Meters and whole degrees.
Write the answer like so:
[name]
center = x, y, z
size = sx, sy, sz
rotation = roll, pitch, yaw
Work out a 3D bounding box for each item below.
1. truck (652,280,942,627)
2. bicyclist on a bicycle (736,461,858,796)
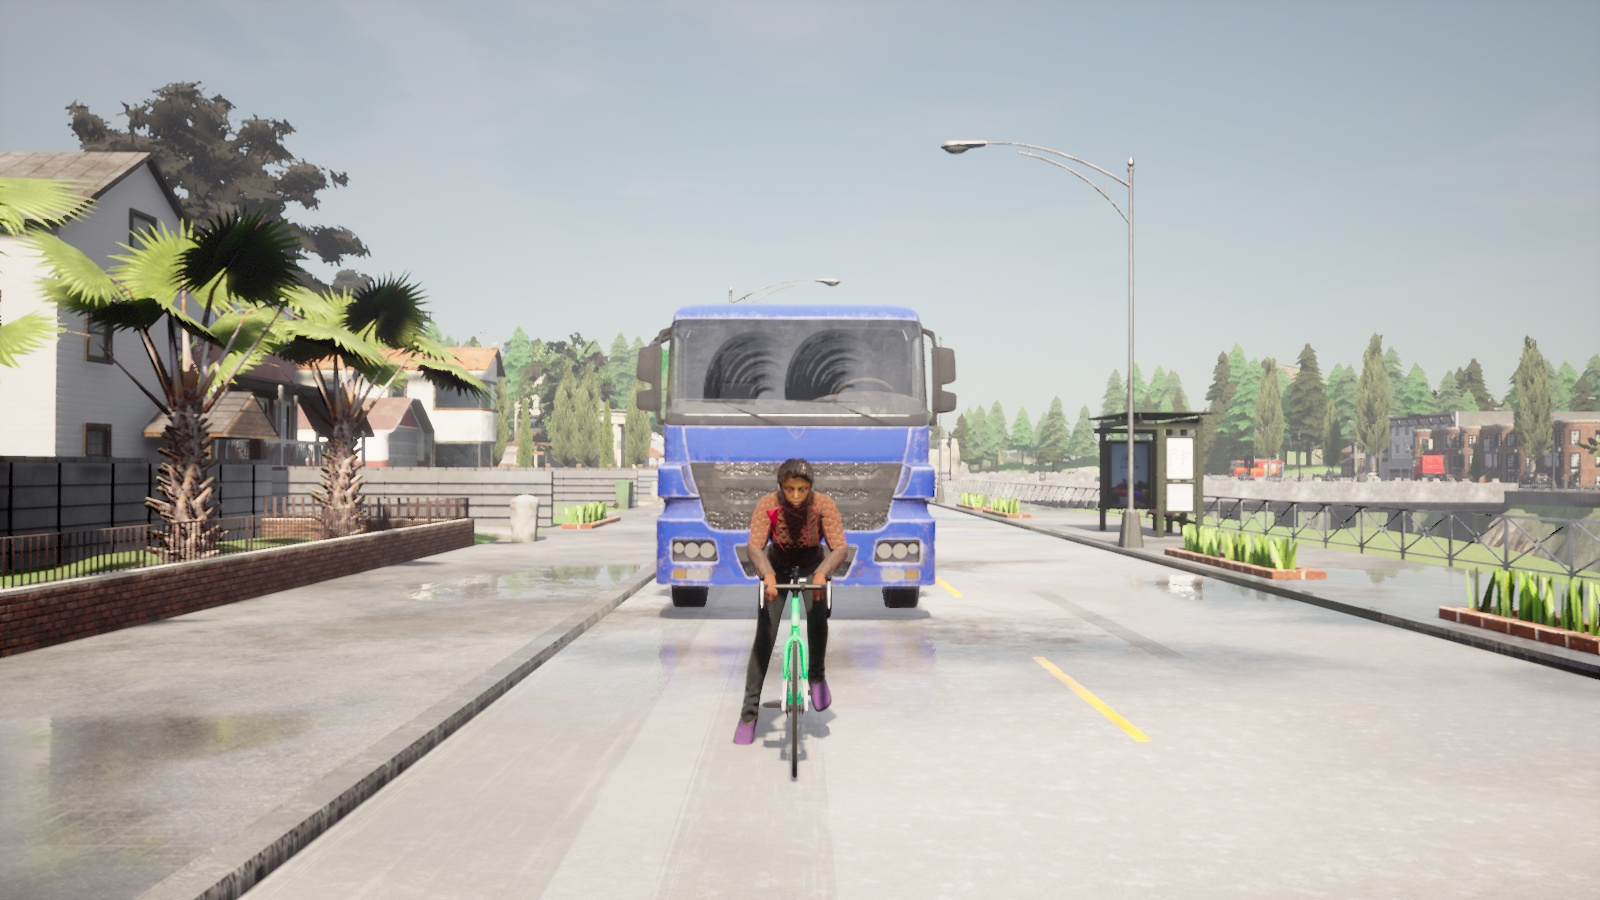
[truck]
center = -0.046, 0.090, 16.532
size = 2.891, 3.462, 7.936
rotation = 0, -1, 0
[bicyclist on a bicycle]
center = -0.018, 0.874, 6.911
size = 0.582, 1.620, 1.656
rotation = 0, -1, 0
